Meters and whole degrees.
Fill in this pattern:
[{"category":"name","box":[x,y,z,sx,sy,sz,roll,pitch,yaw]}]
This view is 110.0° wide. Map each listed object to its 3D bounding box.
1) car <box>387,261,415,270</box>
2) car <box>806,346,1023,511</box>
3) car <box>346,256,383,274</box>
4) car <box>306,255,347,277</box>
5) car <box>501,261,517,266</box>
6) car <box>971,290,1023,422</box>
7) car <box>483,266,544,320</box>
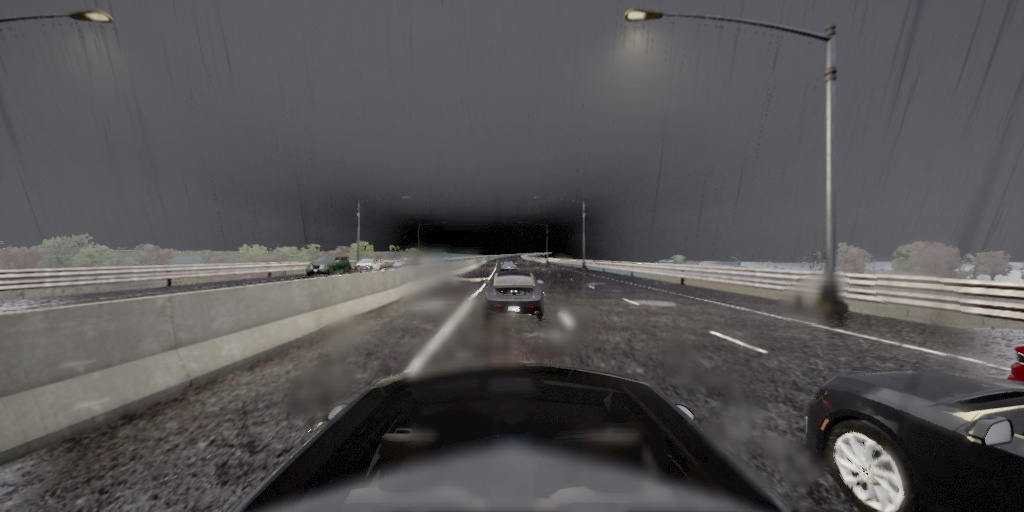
[{"category":"car","box":[-10.823,1.271,35.367,1.812,1.442,4.674,0,0,-1]},{"category":"car","box":[3.593,1.254,1.252,1.837,1.490,4.892,0,0,0]},{"category":"car","box":[-14.326,0.922,35.701,1.812,1.442,4.674,0,0,-1]},{"category":"car","box":[-17.821,0.964,35.171,2.150,2.045,5.566,0,0,-1]},{"category":"car","box":[-0.396,1.296,43.423,1.994,1.385,4.181,0,0,-1]},{"category":"car","box":[7.093,1.225,2.300,1.882,1.535,5.008,0,0,0]},{"category":"car","box":[0.059,1.254,12.557,1.837,1.490,4.892,0,0,0]}]
